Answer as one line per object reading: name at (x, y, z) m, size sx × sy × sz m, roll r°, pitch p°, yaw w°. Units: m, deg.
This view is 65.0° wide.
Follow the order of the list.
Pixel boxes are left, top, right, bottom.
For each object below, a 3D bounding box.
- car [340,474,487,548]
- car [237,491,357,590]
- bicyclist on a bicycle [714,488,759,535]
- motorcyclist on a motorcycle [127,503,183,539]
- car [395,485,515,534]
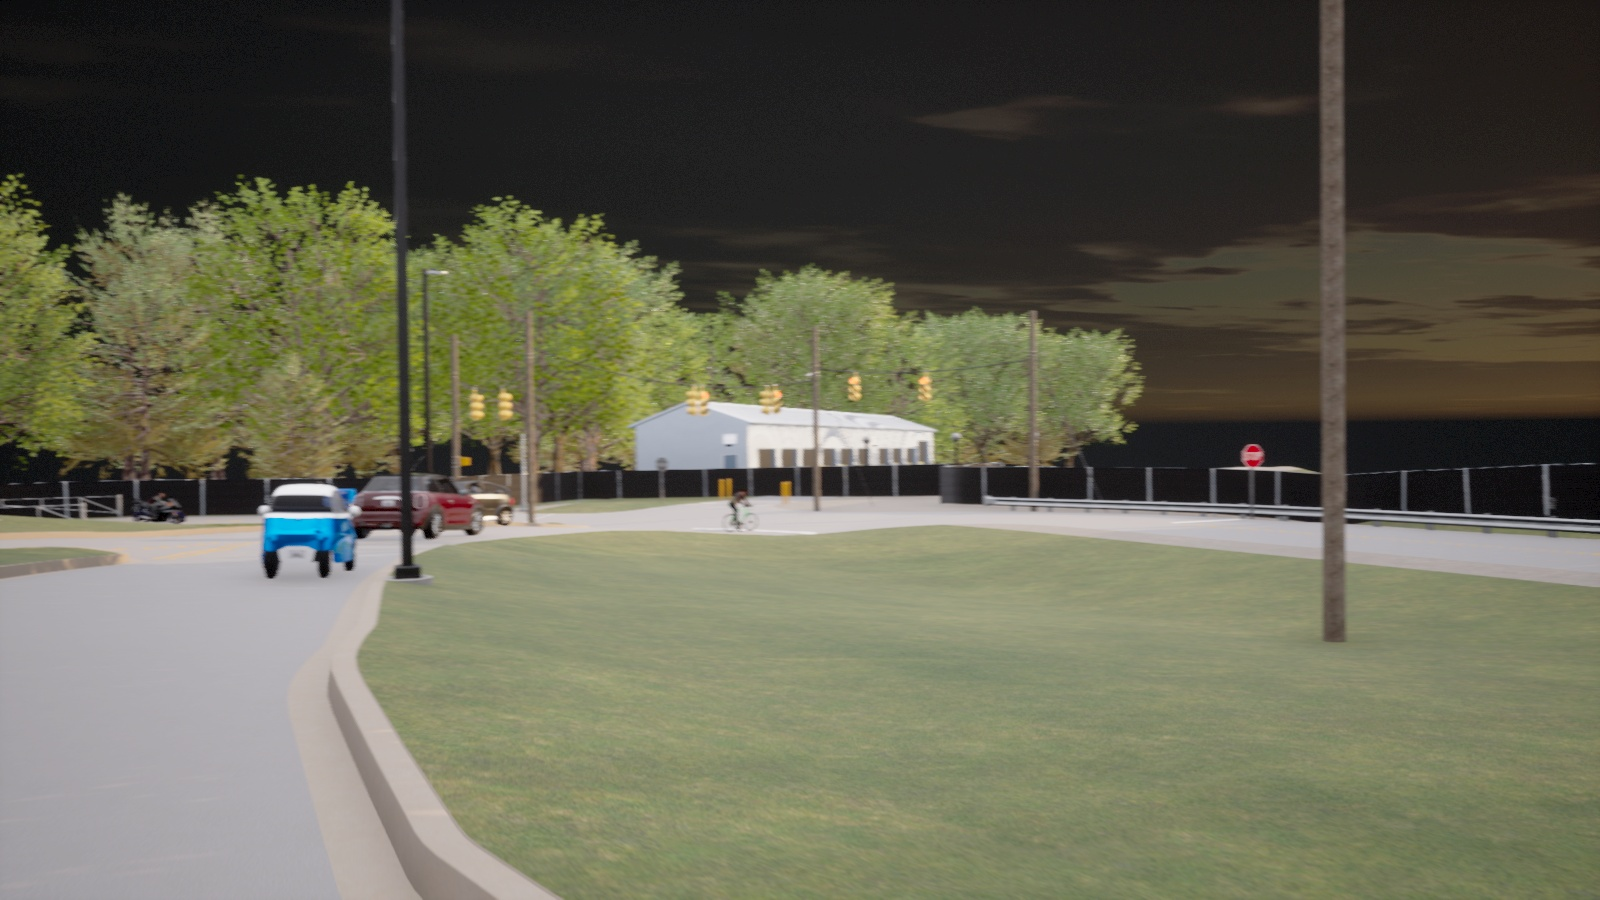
car at (-9.972, 1.575, 32.805) m, size 2.097 × 1.767 × 4.553 m, roll -1°, pitch -2°, yaw 5°
car at (-7.607, 1.330, 19.142) m, size 1.481 × 1.376 × 2.207 m, roll 0°, pitch -2°, yaw -16°
bicyclist on a bicycle at (-2.327, 2.243, 46.350) m, size 1.656 × 1.620 × 0.582 m, roll -1°, pitch 1°, yaw -43°
motorcyclist on a motorcycle at (-30.127, 3.302, 58.682) m, size 2.191 × 1.530 × 0.866 m, roll -1°, pitch 1°, yaw -15°
car at (-11.578, 1.997, 42.302) m, size 1.789 × 1.549 × 3.705 m, roll -2°, pitch -3°, yaw 30°
